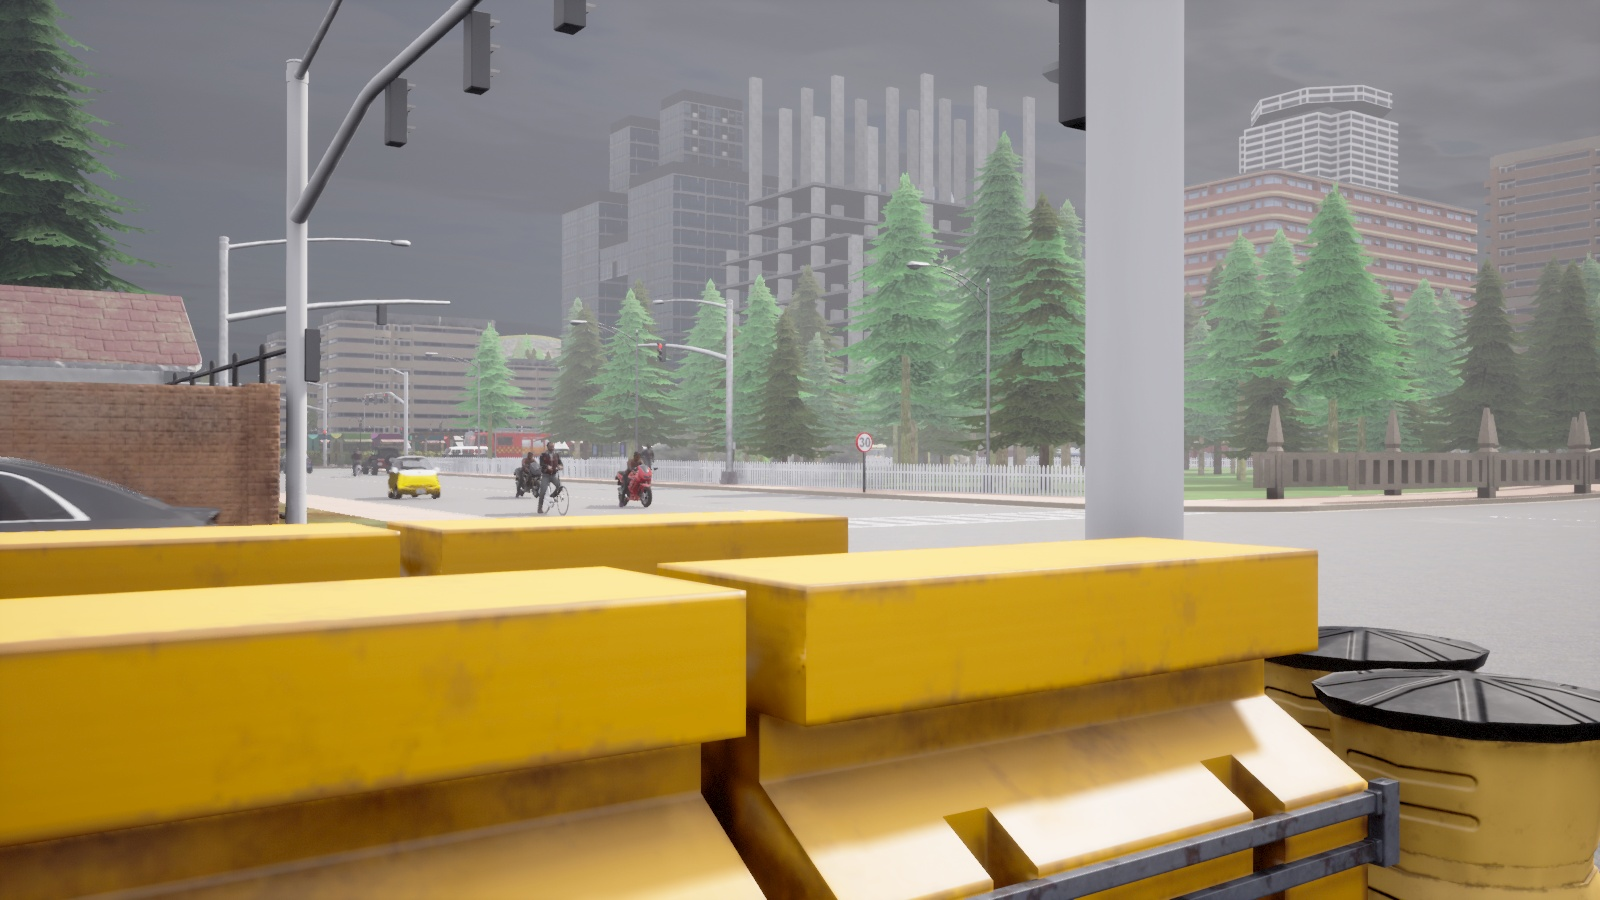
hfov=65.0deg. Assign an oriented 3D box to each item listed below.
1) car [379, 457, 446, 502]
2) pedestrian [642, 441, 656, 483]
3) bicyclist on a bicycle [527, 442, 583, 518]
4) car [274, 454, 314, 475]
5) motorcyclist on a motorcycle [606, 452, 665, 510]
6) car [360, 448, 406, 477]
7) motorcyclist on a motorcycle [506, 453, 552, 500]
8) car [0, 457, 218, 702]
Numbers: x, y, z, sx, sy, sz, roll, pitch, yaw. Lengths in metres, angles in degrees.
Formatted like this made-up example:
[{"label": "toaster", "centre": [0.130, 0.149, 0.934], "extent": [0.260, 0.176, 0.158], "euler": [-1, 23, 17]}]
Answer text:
[{"label": "car", "centre": [-12.349, 0.924, 39.960], "extent": [1.481, 1.376, 2.207], "euler": [0, 0, -33]}, {"label": "pedestrian", "centre": [-7.020, 0.561, 58.334], "extent": [0.402, 1.930, 0.666], "euler": [0, 0, -29]}, {"label": "bicyclist on a bicycle", "centre": [-5.881, 0.701, 30.030], "extent": [0.659, 1.776, 1.843], "euler": [0, 0, -33]}, {"label": "car", "centre": [-35.762, 1.003, 88.727], "extent": [1.970, 1.475, 3.806], "euler": [0, 0, -33]}, {"label": "motorcyclist on a motorcycle", "centre": [-4.504, 0.820, 34.329], "extent": [0.797, 1.523, 2.044], "euler": [0, 0, -33]}, {"label": "car", "centre": [-27.282, 0.799, 82.118], "extent": [1.905, 1.878, 3.866], "euler": [0, 0, -33]}, {"label": "motorcyclist on a motorcycle", "centre": [-8.856, 0.846, 41.011], "extent": [0.797, 1.523, 2.044], "euler": [0, 0, -33]}, {"label": "car", "centre": [-6.416, 0.784, 7.721], "extent": [4.892, 1.490, 1.837], "euler": [1, -1, -35]}]
